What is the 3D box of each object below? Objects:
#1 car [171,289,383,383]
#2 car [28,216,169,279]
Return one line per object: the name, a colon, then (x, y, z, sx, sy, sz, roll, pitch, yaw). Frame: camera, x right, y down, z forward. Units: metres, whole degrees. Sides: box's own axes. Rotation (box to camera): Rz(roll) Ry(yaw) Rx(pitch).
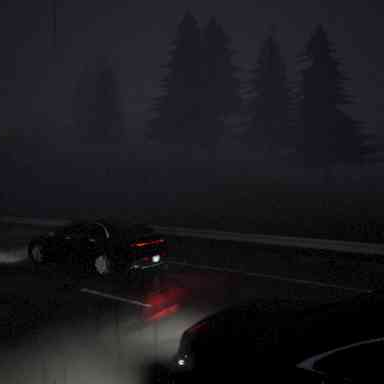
car: (2.047, 1.500, 2.434, 4.892, 1.490, 1.837, 0, 0, 36)
car: (-2.964, 1.504, 10.057, 4.892, 1.490, 1.837, 0, 0, 33)
